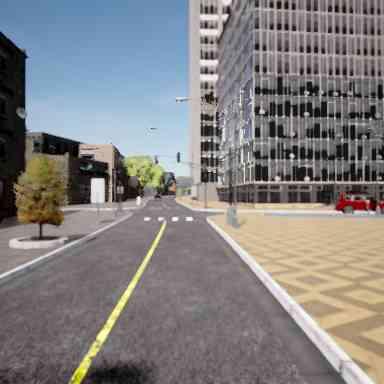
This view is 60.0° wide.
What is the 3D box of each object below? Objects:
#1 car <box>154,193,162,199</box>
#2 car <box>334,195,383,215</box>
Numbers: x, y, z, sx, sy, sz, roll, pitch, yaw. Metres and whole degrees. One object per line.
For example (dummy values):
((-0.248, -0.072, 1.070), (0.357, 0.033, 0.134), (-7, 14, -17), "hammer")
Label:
((-9.075, 1.146, 88.681), (1.837, 1.490, 4.892), (0, 0, -4), "car")
((15.498, 1.166, 30.005), (5.009, 1.841, 2.192), (0, -1, 17), "car")
